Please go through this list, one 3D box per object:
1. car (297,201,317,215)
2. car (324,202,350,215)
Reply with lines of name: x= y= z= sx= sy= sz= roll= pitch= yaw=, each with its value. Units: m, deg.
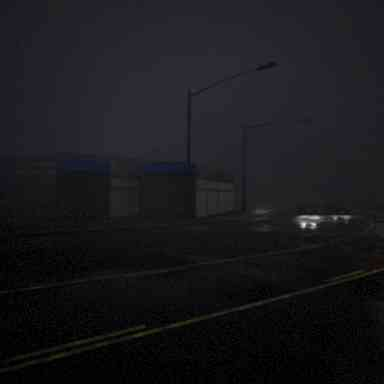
car: x=13.587 y=1.864 z=39.377 sx=2.128 sy=1.511 sz=4.902 roll=0 pitch=-1 yaw=12
car: x=17.291 y=1.955 z=39.848 sx=2.033 sy=1.411 sz=5.357 roll=0 pitch=0 yaw=10
